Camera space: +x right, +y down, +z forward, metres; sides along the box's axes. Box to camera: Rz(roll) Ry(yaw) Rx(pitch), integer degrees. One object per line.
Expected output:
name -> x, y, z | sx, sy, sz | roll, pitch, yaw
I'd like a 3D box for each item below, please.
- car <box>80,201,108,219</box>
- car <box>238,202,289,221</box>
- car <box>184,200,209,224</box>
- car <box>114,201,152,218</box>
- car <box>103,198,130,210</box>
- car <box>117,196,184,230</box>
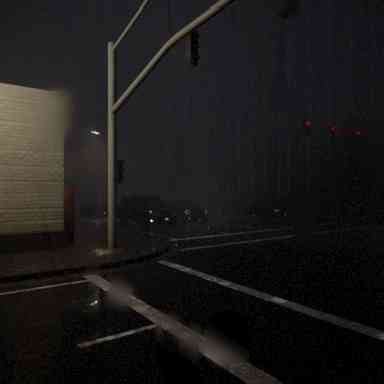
car -> -8.593, 1.619, 29.985 | 1.994, 1.385, 4.181 | 0, 0, -35
car -> 6.014, 1.581, 28.243 | 1.812, 1.442, 4.674 | 0, 0, -38
car -> -0.759, 1.407, 25.034 | 2.097, 1.767, 4.553 | 0, 0, -36
car -> -5.780, 1.619, 32.062 | 1.994, 1.385, 4.181 | 0, 0, -35
car -> -10.160, 1.581, 44.472 | 1.812, 1.442, 4.674 | 0, 0, -36
car -> -3.126, 1.277, 22.321 | 2.150, 2.045, 5.566 | 0, 0, -36
